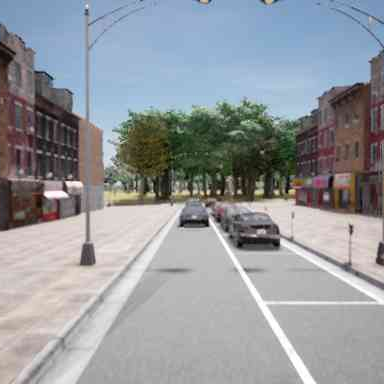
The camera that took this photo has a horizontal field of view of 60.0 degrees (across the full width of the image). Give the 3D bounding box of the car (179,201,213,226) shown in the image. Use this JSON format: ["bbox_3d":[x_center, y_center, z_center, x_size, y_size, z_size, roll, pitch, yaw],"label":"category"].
[{"bbox_3d":[0.157,1.549,23.071,1.994,1.385,4.181,0,0,0],"label":"car"}]

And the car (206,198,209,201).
[{"bbox_3d":[2.744,1.538,47.240,1.887,1.381,4.507,-1,0,0],"label":"car"}]

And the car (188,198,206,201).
[{"bbox_3d":[0.204,1.479,39.024,2.128,1.511,4.902,0,0,-1],"label":"car"}]

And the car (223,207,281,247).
[{"bbox_3d":[2.664,1.552,14.801,1.947,1.339,4.313,-1,0,0],"label":"car"}]

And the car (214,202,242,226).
[{"bbox_3d":[2.677,1.535,20.208,2.008,1.369,4.403,-1,0,0],"label":"car"}]

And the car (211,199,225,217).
[{"bbox_3d":[2.690,1.528,25.614,1.887,1.381,4.507,-1,0,0],"label":"car"}]

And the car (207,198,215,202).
[{"bbox_3d":[2.704,1.535,31.020,2.008,1.369,4.403,-1,0,0],"label":"car"}]
